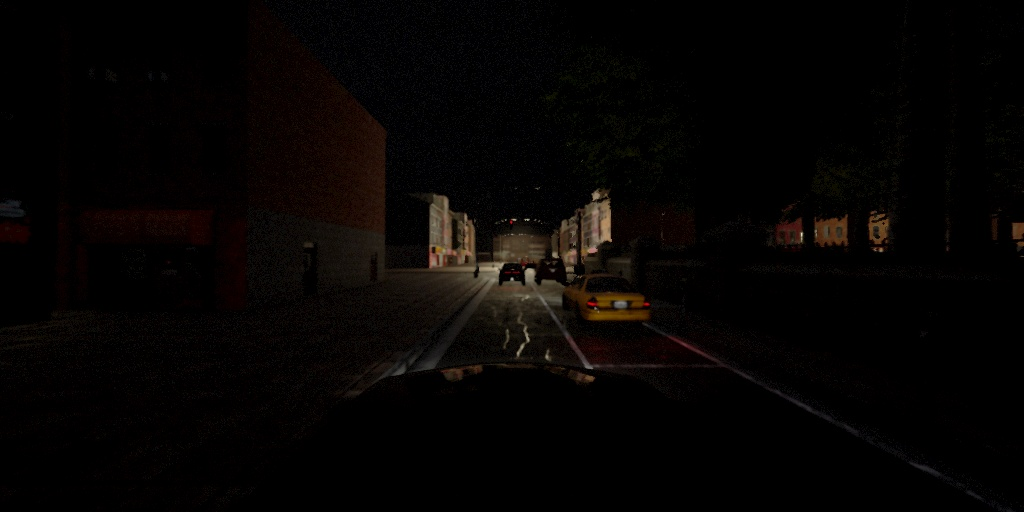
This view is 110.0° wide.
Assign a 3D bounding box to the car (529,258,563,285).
[{"bbox_3d":[2.644,1.061,25.610,2.192,1.841,5.009,0,0,0],"label":"car"}]

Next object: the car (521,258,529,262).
[{"bbox_3d":[2.650,1.324,52.039,1.888,1.381,4.507,0,0,0],"label":"car"}]

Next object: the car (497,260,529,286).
[{"bbox_3d":[0.007,1.251,25.572,1.837,1.490,4.892,0,0,0],"label":"car"}]

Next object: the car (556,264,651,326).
[{"bbox_3d":[2.753,1.204,11.635,1.801,1.575,5.366,0,0,0],"label":"car"}]
